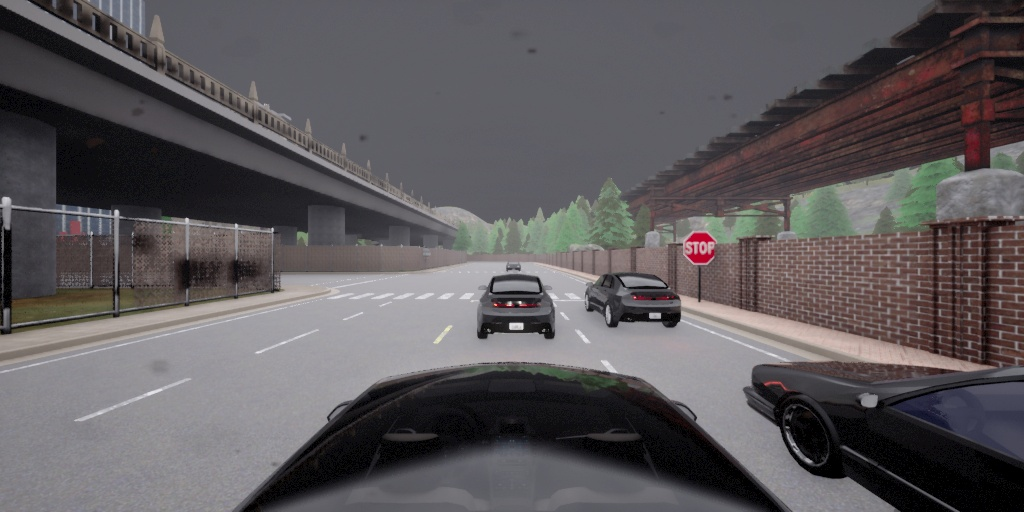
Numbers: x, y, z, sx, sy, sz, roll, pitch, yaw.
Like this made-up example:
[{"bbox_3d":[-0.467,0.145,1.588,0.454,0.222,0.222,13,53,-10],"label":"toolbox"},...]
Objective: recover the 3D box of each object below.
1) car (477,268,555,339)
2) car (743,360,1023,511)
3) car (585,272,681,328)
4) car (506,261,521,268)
[{"bbox_3d":[0.096,1.254,10.061,1.837,1.490,4.892,0,0,0],"label":"car"},{"bbox_3d":[3.600,1.297,1.675,2.033,1.411,5.357,0,0,0],"label":"car"},{"bbox_3d":[3.598,1.255,11.421,1.837,1.490,4.892,0,0,0],"label":"car"},{"bbox_3d":[0.173,1.349,46.340,1.895,1.301,4.718,0,0,-1],"label":"car"}]
